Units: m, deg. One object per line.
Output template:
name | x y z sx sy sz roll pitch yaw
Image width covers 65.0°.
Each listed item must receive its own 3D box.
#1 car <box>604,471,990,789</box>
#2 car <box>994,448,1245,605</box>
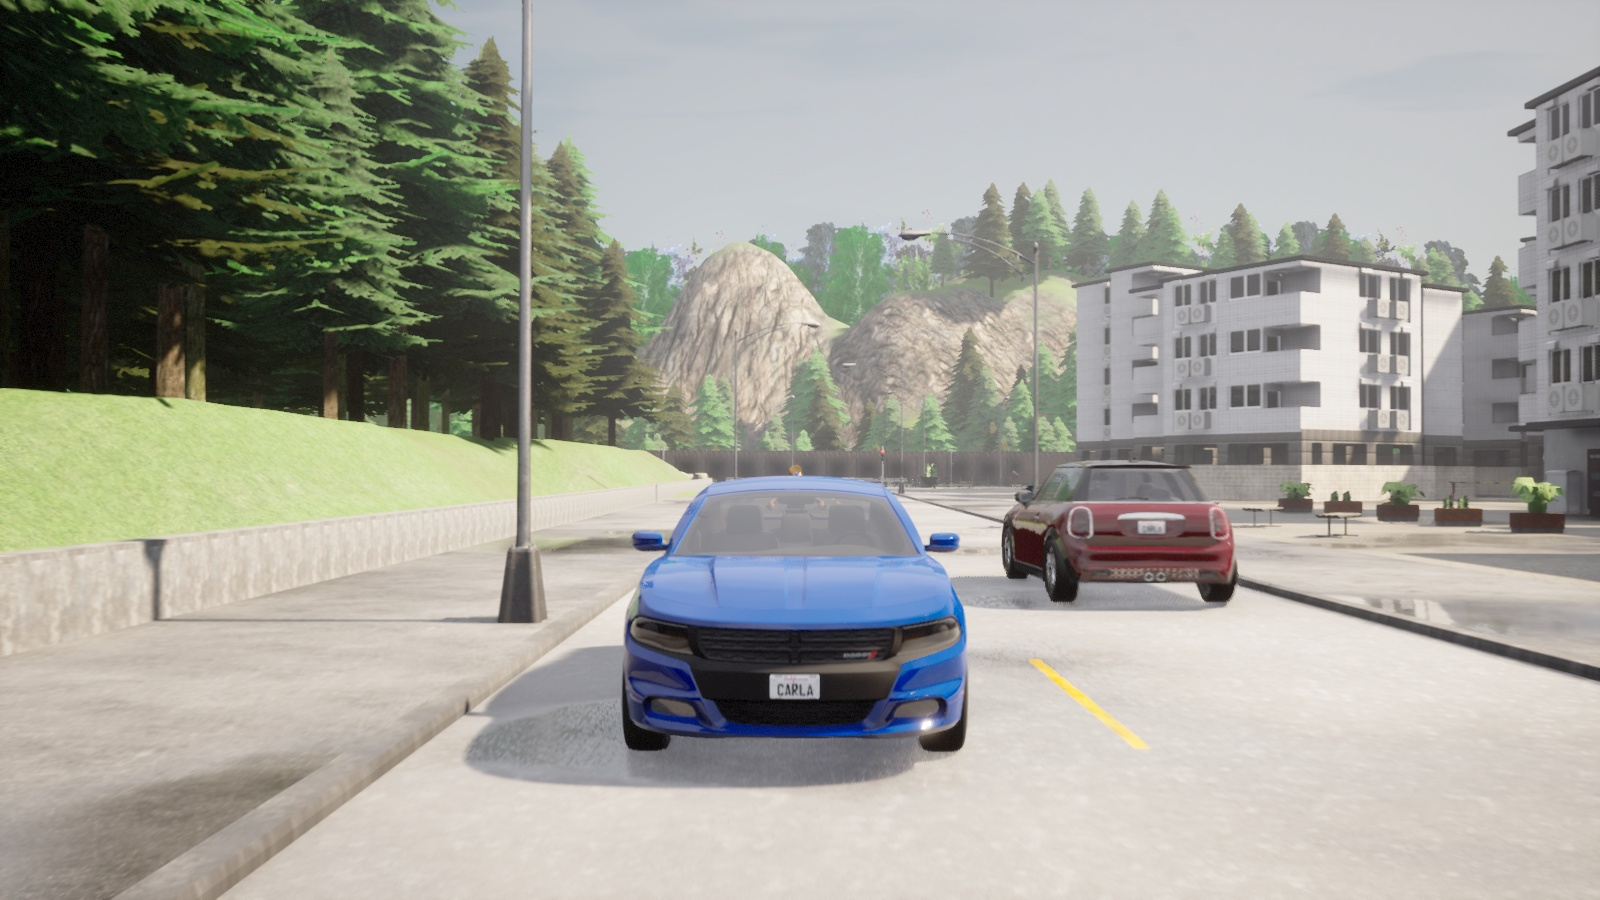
car | -0.021 0.918 8.644 1.882 1.535 5.008 0 -1 0
car | 3.961 0.900 16.461 2.097 1.767 4.553 0 -1 0
